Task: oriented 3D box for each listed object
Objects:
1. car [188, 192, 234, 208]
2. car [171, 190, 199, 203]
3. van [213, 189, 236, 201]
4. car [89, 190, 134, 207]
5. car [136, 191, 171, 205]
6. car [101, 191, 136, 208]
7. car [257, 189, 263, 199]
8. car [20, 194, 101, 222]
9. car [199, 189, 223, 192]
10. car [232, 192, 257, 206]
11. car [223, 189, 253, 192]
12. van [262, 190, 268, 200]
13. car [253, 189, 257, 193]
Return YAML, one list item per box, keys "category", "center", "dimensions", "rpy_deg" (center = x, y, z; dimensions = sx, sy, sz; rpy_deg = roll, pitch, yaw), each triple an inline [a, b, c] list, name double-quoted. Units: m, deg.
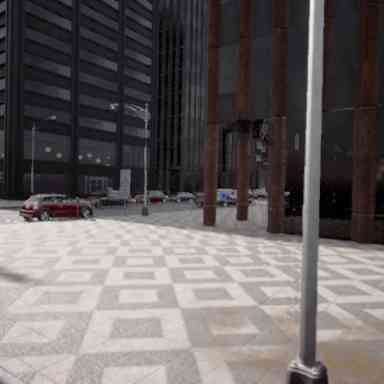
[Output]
- category: "car"
  center: [2.002, 0.944, 33.651]
  dimensions: [2.008, 1.369, 4.403]
  rpy_deg: [2, 1, 36]
- category: "car"
  center: [-1.531, 0.711, 43.211]
  dimensions: [2.008, 1.369, 4.403]
  rpy_deg: [2, 1, 36]
- category: "van"
  center: [5.139, 0.491, 52.231]
  dimensions: [1.690, 1.788, 3.998]
  rpy_deg: [2, 1, 36]
- category: "car"
  center: [-8.194, 0.613, 34.185]
  dimensions: [1.967, 1.590, 4.097]
  rpy_deg: [2, 1, 36]
- category: "car"
  center: [-4.861, 0.607, 38.697]
  dimensions: [1.967, 1.590, 4.097]
  rpy_deg: [2, 1, 36]
- category: "car"
  center: [-7.734, 0.773, 30.332]
  dimensions: [1.812, 1.442, 4.674]
  rpy_deg: [2, 1, 36]
- category: "car"
  center: [11.804, 0.456, 61.255]
  dimensions: [2.192, 1.841, 5.009]
  rpy_deg: [2, 1, 36]
- category: "car"
  center: [-7.992, 0.854, 20.114]
  dimensions: [1.967, 1.590, 4.097]
  rpy_deg: [2, 1, 36]
- category: "car"
  center: [1.807, 0.470, 47.719]
  dimensions: [2.192, 1.841, 5.009]
  rpy_deg: [2, 1, 36]
- category: "car"
  center: [5.334, 0.953, 38.163]
  dimensions: [1.947, 1.339, 4.313]
  rpy_deg: [2, 1, 36]
- category: "car"
  center: [6.649, 0.575, 49.668]
  dimensions: [2.097, 1.767, 4.553]
  rpy_deg: [2, 1, 37]
- category: "van"
  center: [12.004, 0.718, 47.182]
  dimensions: [1.690, 1.788, 3.998]
  rpy_deg: [2, 1, 36]
- category: "car"
  center: [8.472, 0.460, 56.744]
  dimensions: [2.192, 1.841, 5.009]
  rpy_deg: [2, 1, 36]
